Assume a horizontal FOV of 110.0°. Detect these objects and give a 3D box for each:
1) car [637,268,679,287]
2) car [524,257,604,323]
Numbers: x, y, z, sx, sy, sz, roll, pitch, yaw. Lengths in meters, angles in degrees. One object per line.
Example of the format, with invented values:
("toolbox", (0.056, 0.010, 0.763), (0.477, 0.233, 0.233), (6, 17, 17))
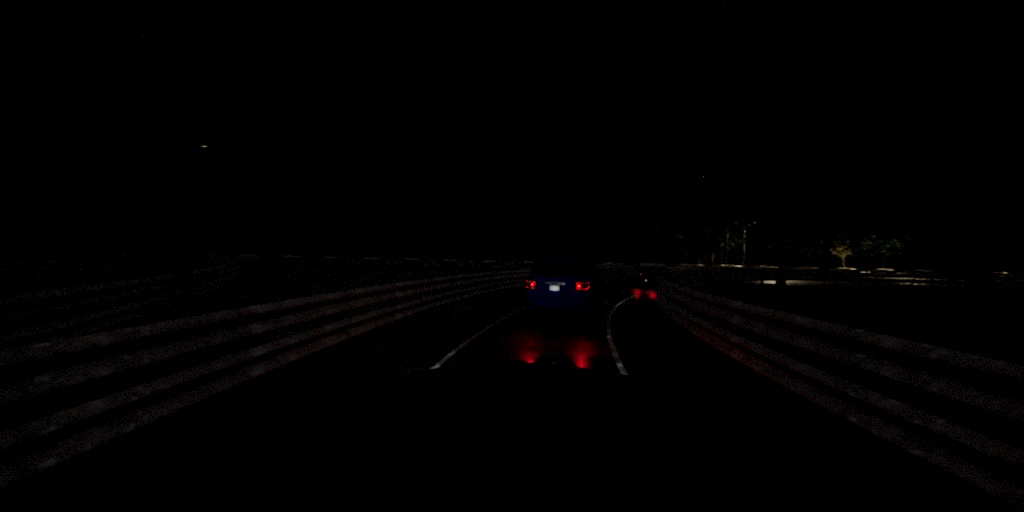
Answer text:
("car", (11.706, 1.682, 28.530), (2.128, 1.511, 4.902), (0, -1, 44))
("car", (2.039, 1.066, 12.965), (2.150, 2.045, 5.566), (0, -1, 17))
